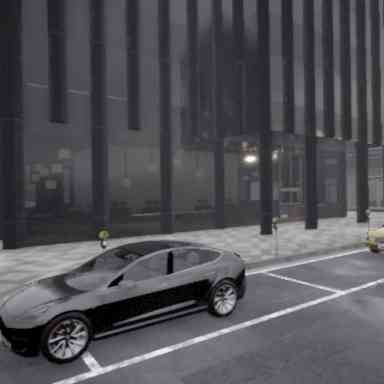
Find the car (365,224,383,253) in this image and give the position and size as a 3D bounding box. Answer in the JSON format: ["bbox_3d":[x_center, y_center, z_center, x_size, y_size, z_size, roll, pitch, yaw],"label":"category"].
[{"bbox_3d":[8.198,1.442,12.206,4.829,1.417,1.752,-1,0,-34],"label":"car"}]

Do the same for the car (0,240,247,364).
[{"bbox_3d":[-0.925,1.606,5.943,4.313,1.339,1.947,-1,0,-34],"label":"car"}]
